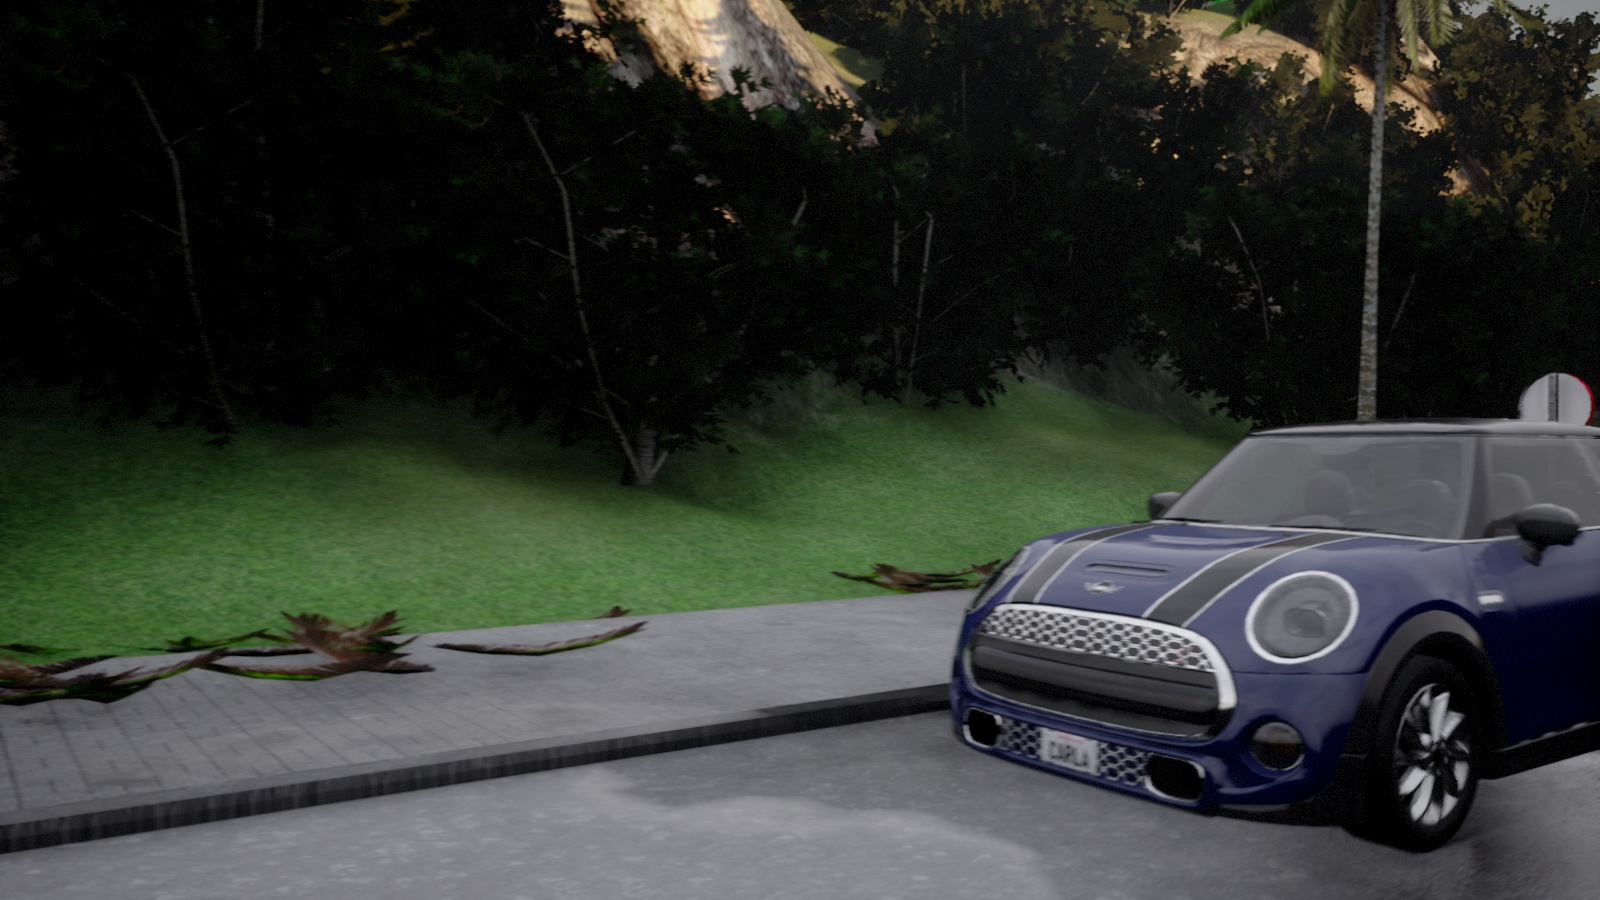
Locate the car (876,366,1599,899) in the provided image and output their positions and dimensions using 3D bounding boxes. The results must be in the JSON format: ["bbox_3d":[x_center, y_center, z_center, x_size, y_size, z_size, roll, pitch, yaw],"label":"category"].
[{"bbox_3d":[2.819,0.612,6.232,4.553,1.767,2.097,0,0,-35],"label":"car"}]
